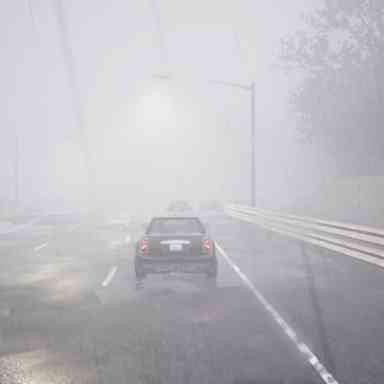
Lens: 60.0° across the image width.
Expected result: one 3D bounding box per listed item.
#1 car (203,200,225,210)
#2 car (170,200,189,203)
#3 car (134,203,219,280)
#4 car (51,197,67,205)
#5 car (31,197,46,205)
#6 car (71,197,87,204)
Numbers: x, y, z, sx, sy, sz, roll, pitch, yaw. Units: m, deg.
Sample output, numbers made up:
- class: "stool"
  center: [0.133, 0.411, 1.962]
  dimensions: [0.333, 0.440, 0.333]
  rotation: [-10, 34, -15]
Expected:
- class: "car"
  center: [2.611, 1.652, 41.463]
  dimensions: [2.033, 1.411, 5.357]
  rotation: [0, 0, 26]
- class: "car"
  center: [-0.948, 1.425, 27.048]
  dimensions: [2.097, 1.767, 4.553]
  rotation: [0, 0, 3]
- class: "car"
  center: [-0.500, 1.380, 10.260]
  dimensions: [2.097, 1.767, 4.553]
  rotation: [0, 0, -3]
- class: "car"
  center: [-26.507, 1.755, 66.089]
  dimensions: [2.033, 1.411, 5.357]
  rotation: [0, 0, -38]
- class: "car"
  center: [-30.001, 1.743, 64.914]
  dimensions: [2.128, 1.511, 4.902]
  rotation: [0, 0, -38]
- class: "car"
  center: [-22.909, 1.690, 67.125]
  dimensions: [1.882, 1.535, 5.008]
  rotation: [0, 0, -38]
